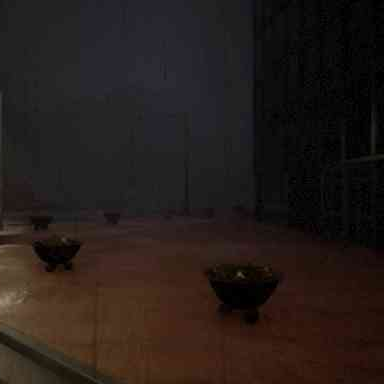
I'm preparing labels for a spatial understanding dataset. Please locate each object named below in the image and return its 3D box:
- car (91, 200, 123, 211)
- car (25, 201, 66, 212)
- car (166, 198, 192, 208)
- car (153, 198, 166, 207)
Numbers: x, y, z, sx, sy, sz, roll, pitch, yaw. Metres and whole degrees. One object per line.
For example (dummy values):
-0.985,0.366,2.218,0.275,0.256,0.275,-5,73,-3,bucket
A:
-11.767,1.890,46.333,1.812,1.442,4.674,0,-1,36,car
-18.765,1.857,42.617,1.895,1.301,4.718,0,-1,36,car
-1.914,1.783,59.895,2.097,1.767,4.553,0,-1,36,car
-5.125,1.963,61.440,2.097,1.767,4.553,0,-1,36,car
